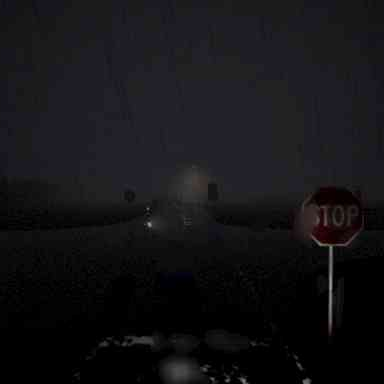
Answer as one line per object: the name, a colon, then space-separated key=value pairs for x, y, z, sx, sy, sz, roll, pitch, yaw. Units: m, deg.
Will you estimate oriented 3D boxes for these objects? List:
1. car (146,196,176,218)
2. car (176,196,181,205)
car: x=-2.802 y=1.320 z=29.450 sx=2.097 sy=1.767 sz=4.553 roll=0 pitch=0 yaw=0
car: x=-2.855 y=1.384 z=59.069 sx=2.128 sy=1.511 sz=4.902 roll=0 pitch=0 yaw=0
